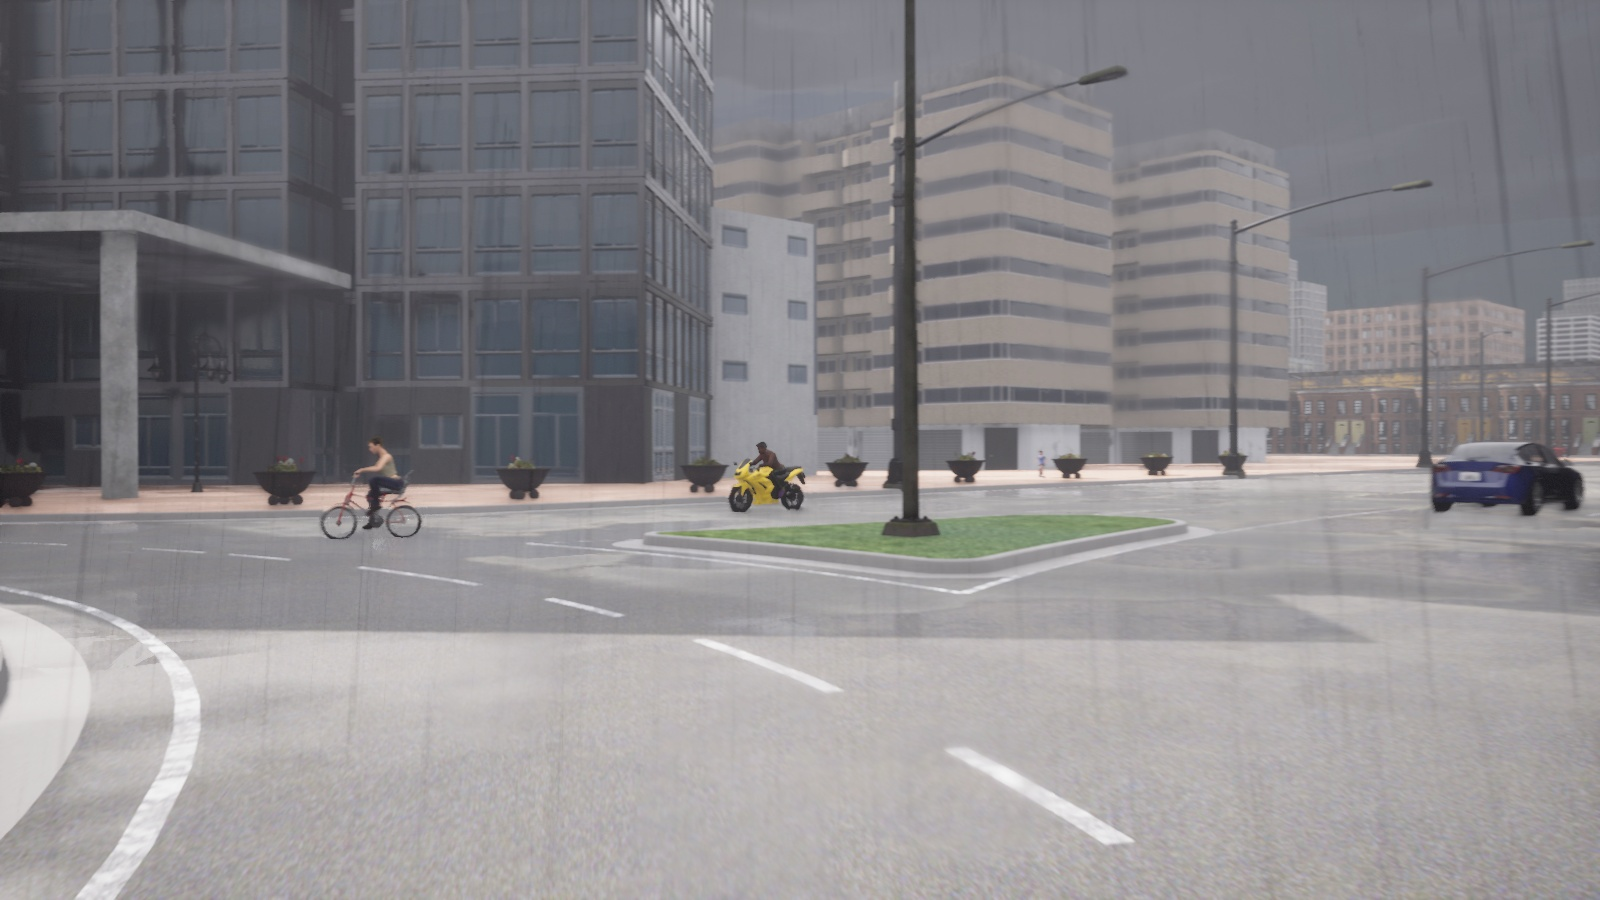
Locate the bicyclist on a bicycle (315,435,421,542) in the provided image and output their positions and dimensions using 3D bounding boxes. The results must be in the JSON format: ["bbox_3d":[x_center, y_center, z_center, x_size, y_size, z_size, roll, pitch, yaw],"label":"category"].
[{"bbox_3d":[-6.704,0.579,19.488,1.509,1.612,0.866,0,-1,-20],"label":"bicyclist on a bicycle"}]

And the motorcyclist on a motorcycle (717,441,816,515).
[{"bbox_3d":[-0.716,0.578,26.958,2.044,1.523,0.797,0,0,-38],"label":"motorcyclist on a motorcycle"}]

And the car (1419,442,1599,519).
[{"bbox_3d":[15.229,0.583,26.771,4.792,1.488,2.163,0,0,-44],"label":"car"}]
